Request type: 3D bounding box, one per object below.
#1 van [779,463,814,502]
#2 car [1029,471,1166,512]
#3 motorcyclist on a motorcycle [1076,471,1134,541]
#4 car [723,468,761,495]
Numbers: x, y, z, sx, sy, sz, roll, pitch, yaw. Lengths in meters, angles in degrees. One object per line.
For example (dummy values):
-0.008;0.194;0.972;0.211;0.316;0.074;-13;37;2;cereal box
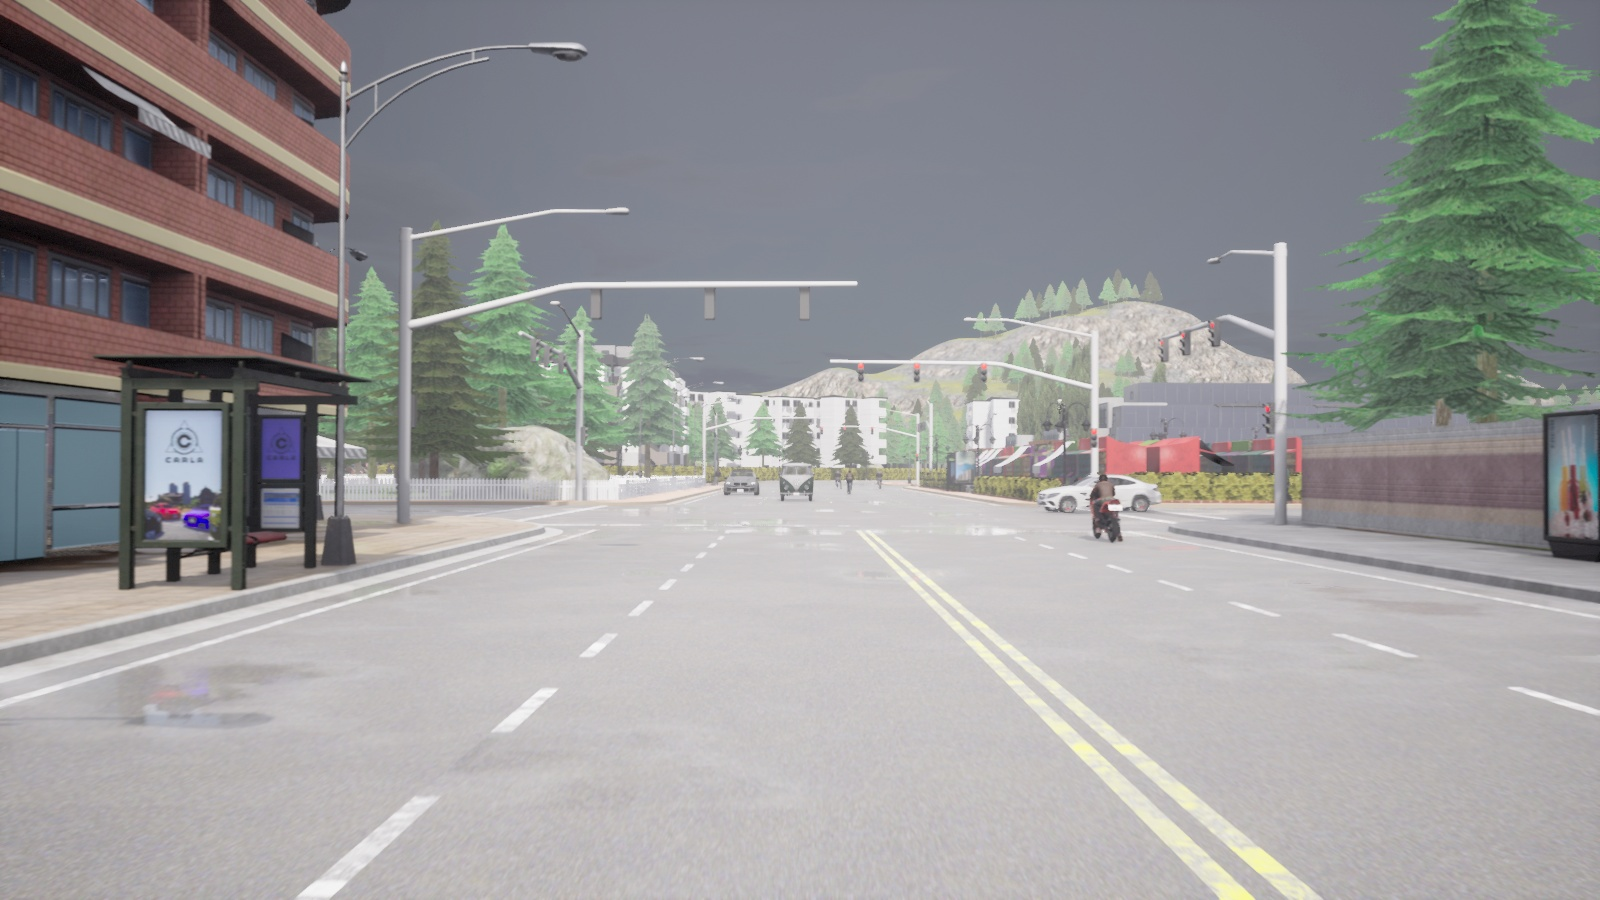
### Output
-0.167;1.674;66.225;1.775;1.987;4.442;0;-1;0;van
11.235;1.558;47.577;4.674;1.442;1.812;-1;-1;-9;car
6.927;1.248;28.600;0.797;1.523;2.044;0;-1;0;motorcyclist on a motorcycle
-3.703;2.024;80.633;2.242;1.667;4.611;0;-1;0;car
